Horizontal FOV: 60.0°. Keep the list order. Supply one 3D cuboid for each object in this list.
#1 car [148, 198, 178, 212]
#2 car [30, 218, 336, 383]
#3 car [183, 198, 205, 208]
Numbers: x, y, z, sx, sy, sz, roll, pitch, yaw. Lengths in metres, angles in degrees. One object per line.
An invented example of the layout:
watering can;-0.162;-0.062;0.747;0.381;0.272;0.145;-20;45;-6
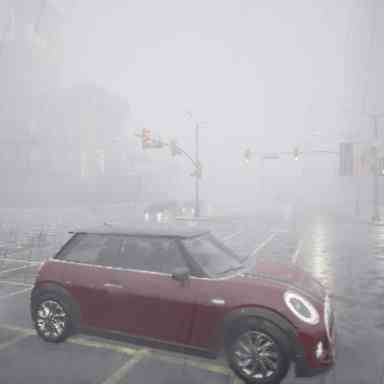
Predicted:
car;-3.343;1.477;39.023;1.882;1.535;5.008;0;0;23
car;-0.204;1.339;5.261;4.553;1.767;2.097;0;0;21
car;0.322;1.600;48.558;1.895;1.301;4.718;0;0;21
